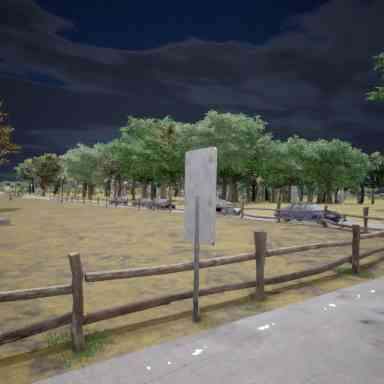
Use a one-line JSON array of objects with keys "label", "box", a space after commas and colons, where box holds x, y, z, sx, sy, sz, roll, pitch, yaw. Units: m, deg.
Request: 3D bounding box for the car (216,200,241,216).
[{"label": "car", "box": [2.806, 1.509, 32.833, 2.128, 1.511, 4.902, 2, -1, -35]}]

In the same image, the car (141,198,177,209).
[{"label": "car", "box": [-4.009, 1.560, 42.400, 2.033, 1.411, 5.357, 2, -1, -35]}]

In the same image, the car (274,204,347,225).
[{"label": "car", "box": [8.586, 1.568, 24.671, 2.033, 1.411, 5.357, 2, -1, -34]}]

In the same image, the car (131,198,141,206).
[{"label": "car", "box": [-7.720, 1.629, 52.583, 2.033, 1.411, 5.357, 2, -1, -35]}]

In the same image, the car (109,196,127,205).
[{"label": "car", "box": [-13.569, 1.555, 60.701, 2.128, 1.511, 4.902, 2, -1, -35]}]
